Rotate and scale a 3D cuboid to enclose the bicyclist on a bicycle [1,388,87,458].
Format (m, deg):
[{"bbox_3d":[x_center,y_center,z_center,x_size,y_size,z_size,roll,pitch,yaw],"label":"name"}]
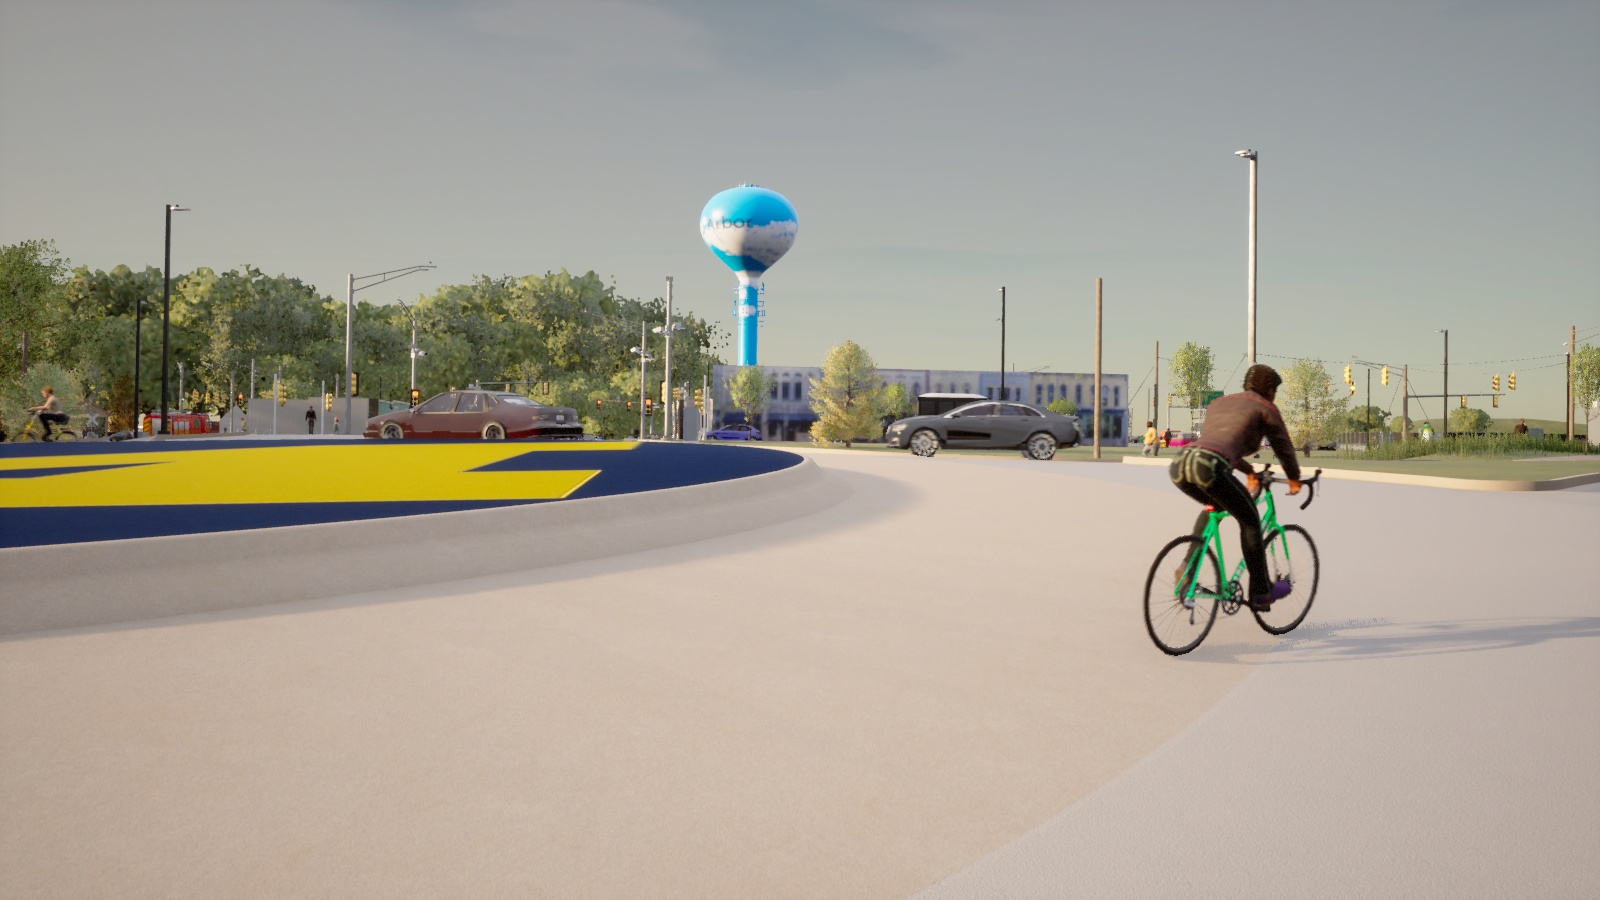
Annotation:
[{"bbox_3d":[-18.193,-0.641,30.252,1.509,1.612,0.866,-2,0,-10],"label":"bicyclist on a bicycle"}]

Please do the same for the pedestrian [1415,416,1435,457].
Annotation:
[{"bbox_3d":[30.015,-0.657,60.285,0.659,1.952,0.873,0,-1,11],"label":"pedestrian"}]

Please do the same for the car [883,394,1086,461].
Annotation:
[{"bbox_3d":[4.599,-0.559,31.848,4.902,1.511,2.128,1,-1,5],"label":"car"}]

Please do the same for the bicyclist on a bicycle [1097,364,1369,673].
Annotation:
[{"bbox_3d":[2.536,0.322,7.299,1.656,1.620,0.582,-3,6,-36],"label":"bicyclist on a bicycle"}]

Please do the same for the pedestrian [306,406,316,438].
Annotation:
[{"bbox_3d":[-29.118,-1.646,74.818,0.376,1.854,0.720,1,-1,-6],"label":"pedestrian"}]

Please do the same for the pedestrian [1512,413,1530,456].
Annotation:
[{"bbox_3d":[31.227,-0.668,54.381,0.431,1.840,0.703,0,-1,6],"label":"pedestrian"}]

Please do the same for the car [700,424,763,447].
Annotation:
[{"bbox_3d":[-4.738,-1.007,86.032,4.193,1.474,1.816,1,-1,-7],"label":"car"}]

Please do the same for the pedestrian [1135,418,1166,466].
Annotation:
[{"bbox_3d":[13.980,-0.313,50.052,0.900,1.855,0.874,1,-1,-9],"label":"pedestrian"}]

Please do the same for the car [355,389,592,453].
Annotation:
[{"bbox_3d":[-7.758,-0.672,29.753,5.357,1.411,2.033,0,1,25],"label":"car"}]
